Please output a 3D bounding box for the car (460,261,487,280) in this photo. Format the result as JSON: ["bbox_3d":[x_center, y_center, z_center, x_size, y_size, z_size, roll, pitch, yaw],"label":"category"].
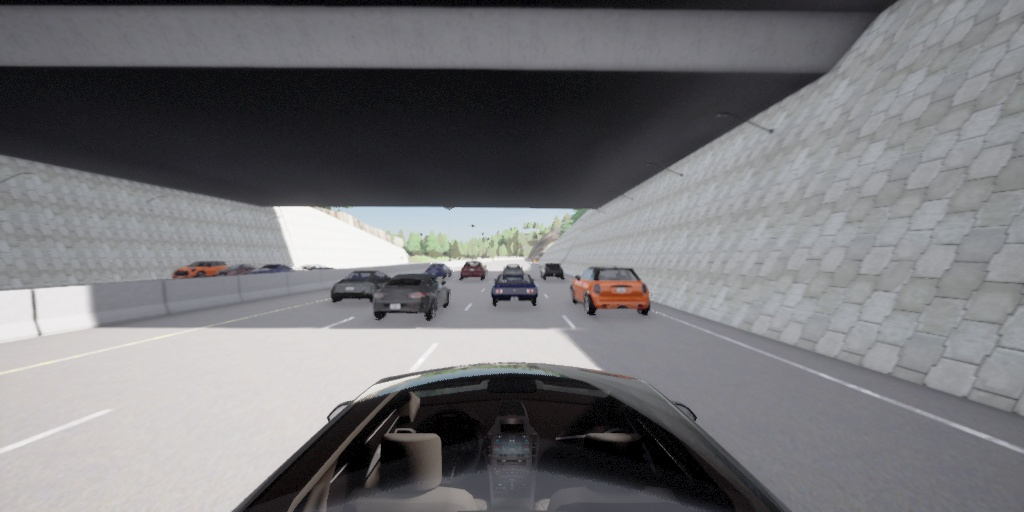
[{"bbox_3d":[-3.396,1.211,32.570,2.097,1.767,4.553,0,0,0],"label":"car"}]

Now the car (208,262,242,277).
[{"bbox_3d":[-24.590,1.423,32.564,1.994,1.385,4.181,0,0,0],"label":"car"}]

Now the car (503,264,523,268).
[{"bbox_3d":[0.104,1.427,33.569,1.994,1.385,4.181,0,0,0],"label":"car"}]

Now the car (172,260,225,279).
[{"bbox_3d":[-28.089,1.212,32.649,2.097,1.767,4.553,0,0,0],"label":"car"}]

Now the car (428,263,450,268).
[{"bbox_3d":[-6.910,1.390,33.894,1.812,1.442,4.674,0,0,0],"label":"car"}]

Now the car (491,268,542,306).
[{"bbox_3d":[0.104,1.402,16.151,1.895,1.301,4.718,0,0,0],"label":"car"}]

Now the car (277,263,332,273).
[{"bbox_3d":[-17.594,1.403,31.385,2.033,1.411,5.357,0,0,0],"label":"car"}]

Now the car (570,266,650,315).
[{"bbox_3d":[3.603,1.145,13.948,2.097,1.767,4.553,0,0,0],"label":"car"}]

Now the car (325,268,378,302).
[{"bbox_3d":[-6.895,1.369,17.255,1.994,1.385,4.181,0,0,0],"label":"car"}]

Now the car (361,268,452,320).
[{"bbox_3d":[-3.410,1.315,12.755,1.812,1.442,4.674,0,0,0],"label":"car"}]

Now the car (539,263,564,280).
[{"bbox_3d":[3.605,1.365,32.885,1.837,1.490,4.892,0,0,0],"label":"car"}]

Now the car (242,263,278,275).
[{"bbox_3d":[-21.092,1.382,31.789,1.812,1.442,4.674,0,0,0],"label":"car"}]
